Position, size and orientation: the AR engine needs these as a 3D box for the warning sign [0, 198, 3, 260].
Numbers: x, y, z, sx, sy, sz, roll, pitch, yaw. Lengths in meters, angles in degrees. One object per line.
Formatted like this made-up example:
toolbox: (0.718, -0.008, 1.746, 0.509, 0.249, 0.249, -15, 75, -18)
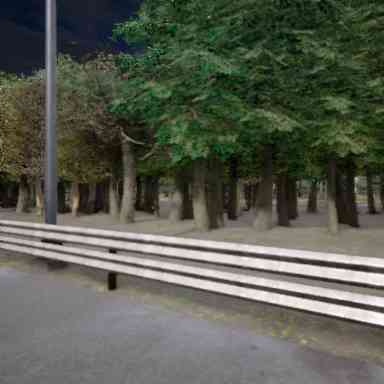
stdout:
warning sign: (-6.507, 1.102, 9.804, 1.060, 1.860, 1.300, 0, 0, 35)
